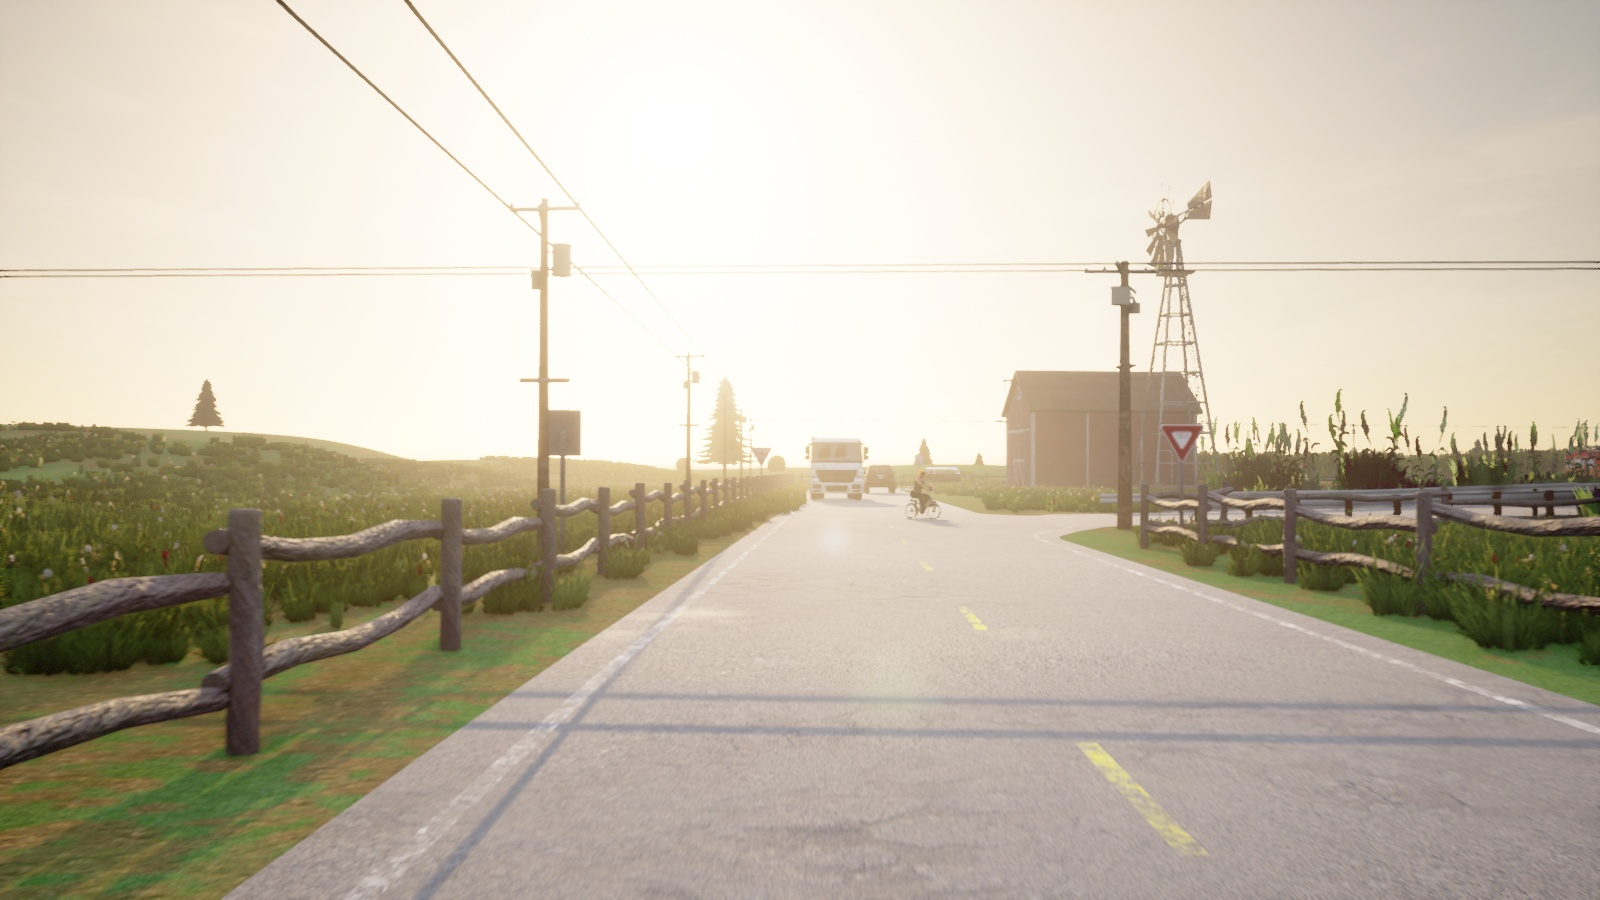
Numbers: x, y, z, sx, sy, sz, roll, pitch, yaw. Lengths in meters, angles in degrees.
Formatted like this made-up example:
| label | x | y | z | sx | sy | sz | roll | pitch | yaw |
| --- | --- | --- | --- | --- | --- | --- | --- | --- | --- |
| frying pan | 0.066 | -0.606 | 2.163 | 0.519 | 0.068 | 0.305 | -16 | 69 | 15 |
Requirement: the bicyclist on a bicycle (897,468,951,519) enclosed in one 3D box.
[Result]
| label | x | y | z | sx | sy | sz | roll | pitch | yaw |
| --- | --- | --- | --- | --- | --- | --- | --- | --- | --- |
| bicyclist on a bicycle | 4.005 | 1.401 | 40.540 | 0.866 | 1.612 | 1.509 | 4 | -4 | -44 |

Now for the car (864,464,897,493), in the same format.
| label | x | y | z | sx | sy | sz | roll | pitch | yaw |
| --- | --- | --- | --- | --- | --- | --- | --- | --- | --- |
| car | 5.735 | 2.027 | 90.522 | 2.150 | 2.045 | 5.566 | 0 | -1 | 1 |

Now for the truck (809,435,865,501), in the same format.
| label | x | y | z | sx | sy | sz | roll | pitch | yaw |
| --- | --- | --- | --- | --- | --- | --- | --- | --- | --- |
| truck | 2.042 | 0.995 | 69.912 | 2.891 | 3.462 | 7.936 | 0 | -1 | 1 |
